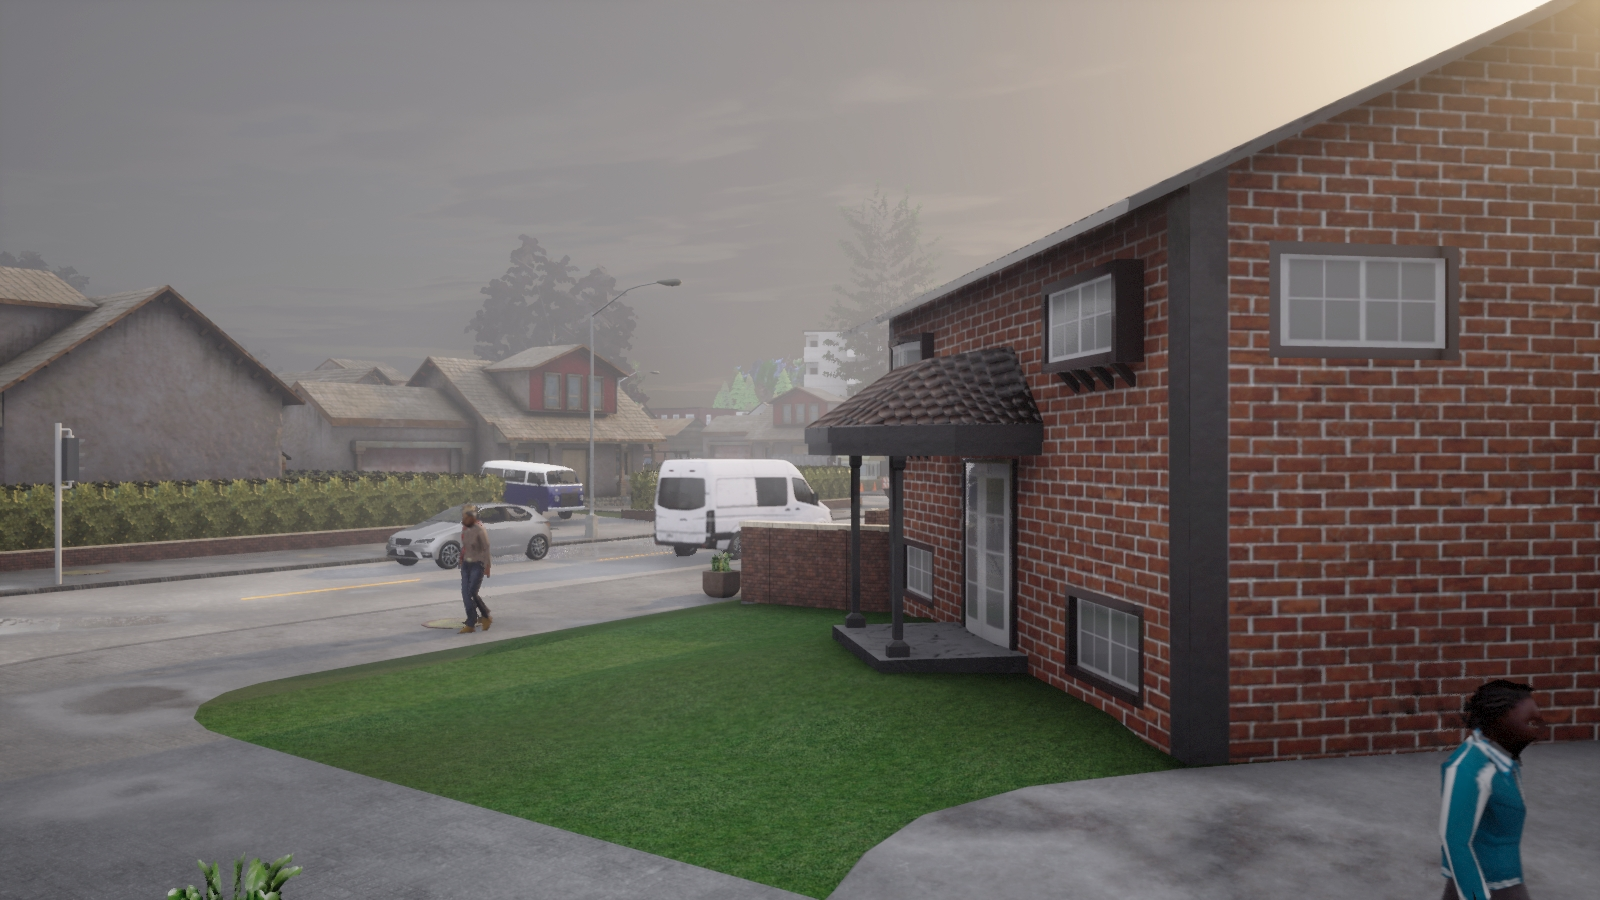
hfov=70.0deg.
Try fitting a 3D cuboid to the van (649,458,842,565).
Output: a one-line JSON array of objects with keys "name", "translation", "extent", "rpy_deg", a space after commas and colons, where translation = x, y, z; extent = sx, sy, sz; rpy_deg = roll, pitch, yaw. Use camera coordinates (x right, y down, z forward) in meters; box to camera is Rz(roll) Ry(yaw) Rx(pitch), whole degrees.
[{"name": "van", "translation": [-1.309, 1.522, 30.902], "extent": [1.988, 2.561, 5.915], "rpy_deg": [0, 0, 35]}]

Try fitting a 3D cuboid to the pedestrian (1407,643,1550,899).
[{"name": "pedestrian", "translation": [2.708, 1.745, 4.566], "extent": [0.375, 1.860, 0.375], "rpy_deg": [0, 0, -37]}]

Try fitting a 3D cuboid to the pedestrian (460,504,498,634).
[{"name": "pedestrian", "translation": [-4.736, 1.736, 16.857], "extent": [0.375, 1.860, 0.375], "rpy_deg": [0, 0, 34]}]

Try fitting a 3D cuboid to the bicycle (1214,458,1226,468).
[{"name": "bicycle", "translation": [65.395, 2.030, 177.932], "extent": [1.835, 1.471, 0.329], "rpy_deg": [0, 0, 35]}]

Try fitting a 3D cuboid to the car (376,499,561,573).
[{"name": "car", "translation": [-8.091, 2.051, 28.194], "extent": [1.816, 1.474, 4.193], "rpy_deg": [0, 0, 34]}]

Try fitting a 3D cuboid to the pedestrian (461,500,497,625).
[{"name": "pedestrian", "translation": [-4.919, 1.715, 17.509], "extent": [0.375, 1.860, 0.375], "rpy_deg": [0, 0, 40]}]

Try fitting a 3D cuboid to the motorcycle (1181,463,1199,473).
[{"name": "motorcycle", "translation": [47.455, 2.161, 139.026], "extent": [2.033, 1.199, 0.803], "rpy_deg": [0, 0, 35]}]
